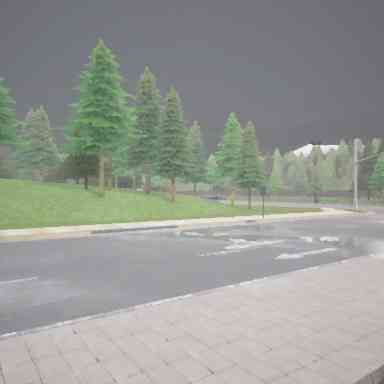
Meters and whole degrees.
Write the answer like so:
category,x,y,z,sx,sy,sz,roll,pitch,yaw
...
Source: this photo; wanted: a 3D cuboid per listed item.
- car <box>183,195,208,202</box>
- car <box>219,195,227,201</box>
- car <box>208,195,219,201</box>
category,x,y,z,sx,sy,sz,roll,pitch,yaw
car,0.787,1.478,77.601,2.033,1.411,5.357,0,0,-35
car,6.519,1.416,81.619,1.882,1.535,5.008,0,0,-35
car,3.653,1.416,79.610,1.882,1.535,5.008,0,0,-35
